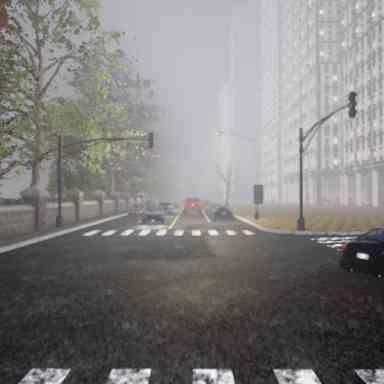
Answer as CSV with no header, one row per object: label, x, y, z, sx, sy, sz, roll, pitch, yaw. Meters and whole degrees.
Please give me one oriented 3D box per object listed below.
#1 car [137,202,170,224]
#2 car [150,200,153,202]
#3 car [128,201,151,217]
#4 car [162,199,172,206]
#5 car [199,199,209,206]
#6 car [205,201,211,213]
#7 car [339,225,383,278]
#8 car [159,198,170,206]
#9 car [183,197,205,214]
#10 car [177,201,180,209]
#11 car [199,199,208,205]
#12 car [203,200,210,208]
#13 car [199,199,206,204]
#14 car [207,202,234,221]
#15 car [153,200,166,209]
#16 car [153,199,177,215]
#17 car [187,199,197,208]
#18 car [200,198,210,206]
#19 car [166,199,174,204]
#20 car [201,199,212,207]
car,-3.117,1.824,27.913,2.033,1.411,5.357,0,-1,-4
car,-5.684,1.911,46.908,1.967,1.590,4.097,0,-1,0
car,-5.686,1.936,35.641,1.802,1.307,4.206,0,-1,0
car,-5.683,2.319,75.066,1.887,1.381,4.507,0,-1,0
car,2.697,2.324,75.065,2.008,1.369,4.403,0,-1,0
car,2.694,1.920,35.641,1.947,1.339,4.313,0,-1,0
car,6.235,1.567,9.346,4.181,1.385,1.994,-2,-1,-23
car,-5.682,2.152,69.435,1.967,1.590,4.097,0,-1,0
car,0.105,1.637,41.696,2.150,2.045,5.566,0,-1,0
car,-3.028,2.169,56.182,1.895,1.301,4.718,0,-1,0
car,2.698,2.386,80.697,2.008,1.369,4.403,0,-1,0
car,2.695,1.977,41.273,1.947,1.339,4.313,0,-1,0
car,2.699,2.480,86.329,1.802,1.307,4.206,0,-1,0
car,2.694,1.863,30.009,1.947,1.339,4.313,0,-1,0
car,-5.683,2.113,58.001,1.752,1.417,4.829,0,-1,0
car,-3.083,1.892,38.765,1.837,1.490,4.892,0,-1,0
car,0.072,2.168,64.818,1.837,1.490,4.892,0,0,0
car,2.698,2.152,69.434,1.967,1.590,4.097,0,-1,0
car,-5.682,2.443,86.330,1.887,1.381,4.507,0,-1,0
car,2.697,2.090,63.803,1.967,1.590,4.097,0,-1,0
